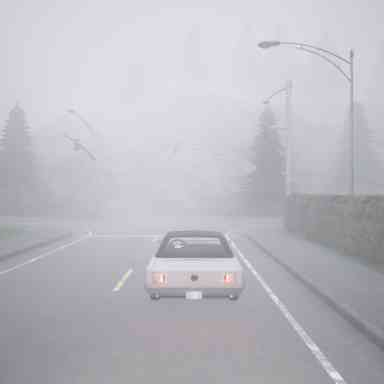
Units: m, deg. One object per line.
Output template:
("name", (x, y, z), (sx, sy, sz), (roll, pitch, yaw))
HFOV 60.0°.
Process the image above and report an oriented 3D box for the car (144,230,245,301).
("car", (0.062, 1.601, 8.309), (1.895, 1.301, 4.718), (0, 0, 0))
